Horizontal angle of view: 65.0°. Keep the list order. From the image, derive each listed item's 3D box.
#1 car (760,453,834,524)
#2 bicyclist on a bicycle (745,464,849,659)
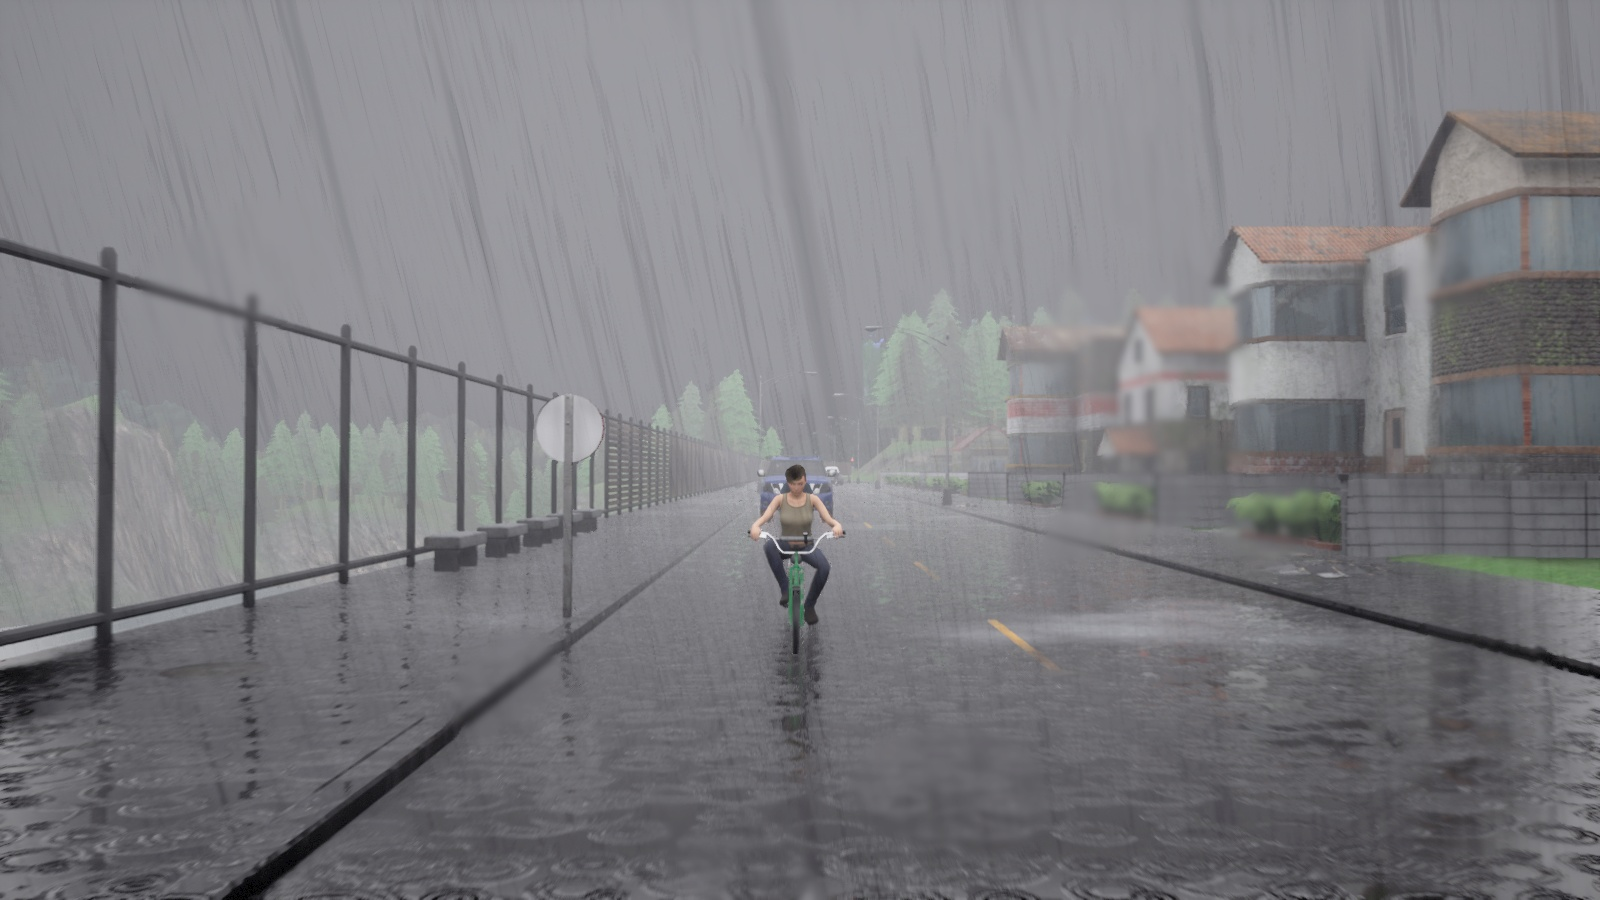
[{"bbox_3d":[-0.097,1.182,39.397,2.150,2.045,5.566,0,-1,0],"label":"car"},{"bbox_3d":[-0.027,0.936,11.223,0.866,1.612,1.509,0,0,0],"label":"bicyclist on a bicycle"}]
